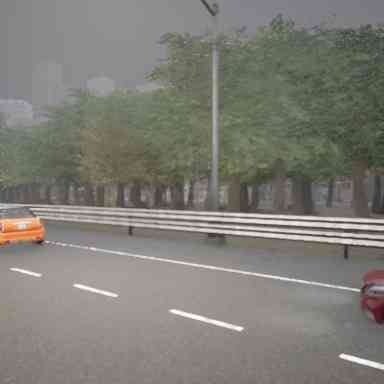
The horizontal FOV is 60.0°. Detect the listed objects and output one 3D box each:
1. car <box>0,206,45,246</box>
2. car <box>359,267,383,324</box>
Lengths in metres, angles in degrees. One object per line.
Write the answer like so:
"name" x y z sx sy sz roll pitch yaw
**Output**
"car" -8.307 1.354 14.113 4.553 1.767 2.097 0 0 36
"car" 4.947 1.527 4.640 4.674 1.442 1.812 0 0 36
